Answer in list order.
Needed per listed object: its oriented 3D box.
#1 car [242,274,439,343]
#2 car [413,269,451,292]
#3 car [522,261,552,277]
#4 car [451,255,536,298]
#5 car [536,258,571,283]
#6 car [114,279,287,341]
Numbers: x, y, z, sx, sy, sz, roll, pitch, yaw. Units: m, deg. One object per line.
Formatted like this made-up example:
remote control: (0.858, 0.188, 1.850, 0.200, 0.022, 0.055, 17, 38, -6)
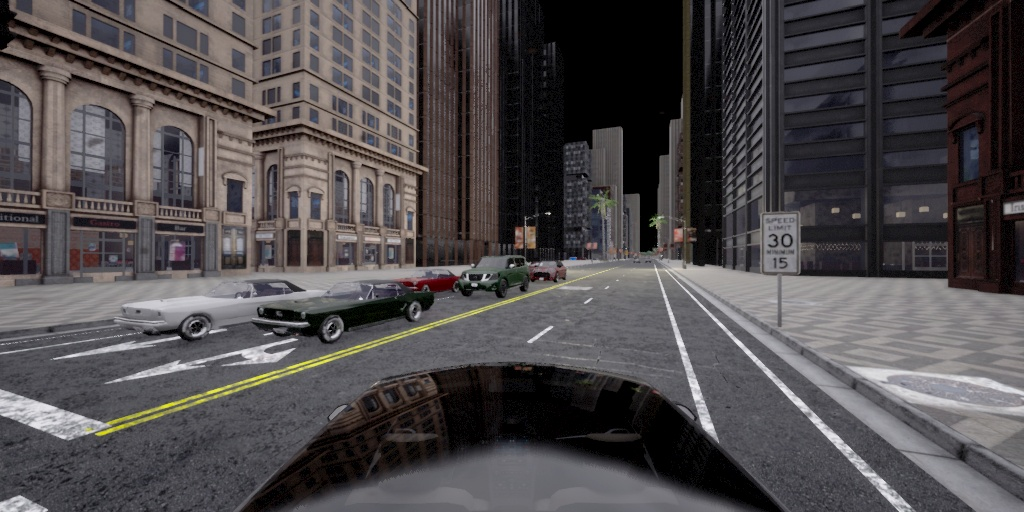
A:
car: (-4.286, 1.352, 9.970, 1.895, 1.301, 4.718, 0, 0, 24)
car: (-4.360, 1.355, 18.729, 1.895, 1.301, 4.718, 0, 0, 21)
car: (2.637, 1.295, 36.576, 1.812, 1.442, 4.674, 0, 0, 21)
car: (-0.733, 0.977, 19.063, 2.150, 2.045, 5.566, 0, 0, 21)
car: (2.959, 1.114, 28.576, 2.097, 1.767, 4.553, 0, 0, 21)
car: (-7.688, 1.352, 10.192, 1.895, 1.301, 4.718, 0, 0, 21)
